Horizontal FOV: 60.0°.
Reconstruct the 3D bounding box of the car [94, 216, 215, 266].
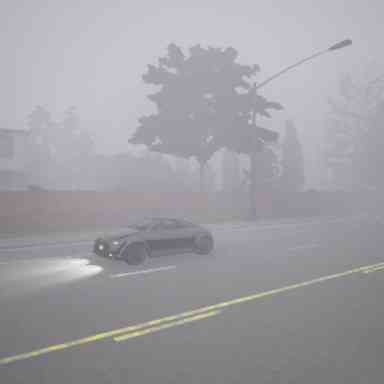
[{"bbox_3d":[-1.237,1.569,11.678,4.181,1.385,1.994,0,0,-35],"label":"car"}]
